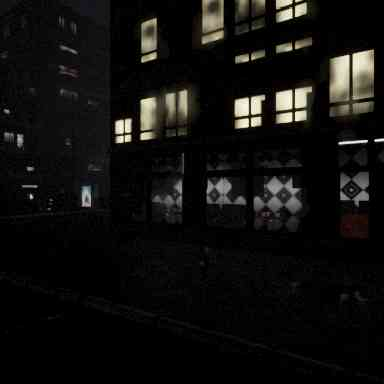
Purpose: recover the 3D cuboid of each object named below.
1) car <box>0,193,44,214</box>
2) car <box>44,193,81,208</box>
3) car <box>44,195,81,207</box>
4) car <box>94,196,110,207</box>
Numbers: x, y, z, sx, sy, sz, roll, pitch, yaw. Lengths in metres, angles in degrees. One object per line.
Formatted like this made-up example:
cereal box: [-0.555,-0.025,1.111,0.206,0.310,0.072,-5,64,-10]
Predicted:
car: [-16.134,1.029,29.090,2.192,1.841,5.009,1,2,35]
car: [-15.620,0.883,39.968,2.097,1.767,4.553,0,1,35]
car: [-16.687,1.074,42.939,1.802,1.307,4.206,1,2,35]
car: [-9.781,1.072,38.191,1.947,1.339,4.313,1,2,35]
